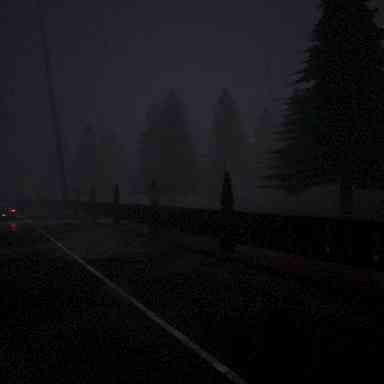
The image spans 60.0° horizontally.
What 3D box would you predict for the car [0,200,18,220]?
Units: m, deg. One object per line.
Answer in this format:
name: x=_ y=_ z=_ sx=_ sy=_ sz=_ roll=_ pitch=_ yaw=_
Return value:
car: x=-16.964 y=1.748 z=29.982 sx=1.812 sy=1.442 sz=4.674 roll=-1 pitch=0 yaw=-31
